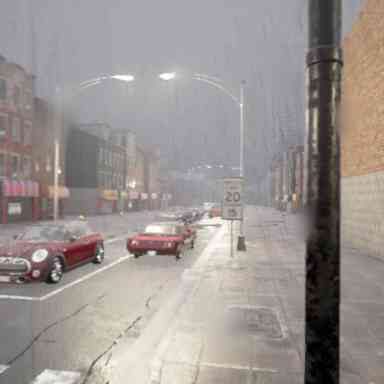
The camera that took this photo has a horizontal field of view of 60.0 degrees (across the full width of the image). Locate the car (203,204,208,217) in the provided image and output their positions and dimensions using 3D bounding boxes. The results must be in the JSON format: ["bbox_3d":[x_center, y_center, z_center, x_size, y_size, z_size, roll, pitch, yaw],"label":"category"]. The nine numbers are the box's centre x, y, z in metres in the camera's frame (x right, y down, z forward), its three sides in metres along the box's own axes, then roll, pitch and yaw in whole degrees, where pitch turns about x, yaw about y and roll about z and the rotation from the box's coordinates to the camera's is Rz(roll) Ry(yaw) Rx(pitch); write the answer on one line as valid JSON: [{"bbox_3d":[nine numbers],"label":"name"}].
[{"bbox_3d":[0.524,2.558,42.092,1.752,1.417,4.829,0,-1,8],"label":"car"}]

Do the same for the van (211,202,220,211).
[{"bbox_3d":[5.352,3.250,74.501,1.690,1.788,3.998,0,-1,8],"label":"van"}]

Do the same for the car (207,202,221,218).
[{"bbox_3d":[3.491,2.463,43.386,2.097,1.767,4.553,1,-1,8],"label":"car"}]

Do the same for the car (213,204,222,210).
[{"bbox_3d":[6.150,3.600,79.869,1.887,1.381,4.507,0,-2,8],"label":"car"}]

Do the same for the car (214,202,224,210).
[{"bbox_3d":[6.952,3.519,85.247,2.192,1.841,5.009,0,-2,8],"label":"car"}]

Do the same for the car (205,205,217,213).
[{"bbox_3d":[3.750,3.182,63.750,1.947,1.339,4.313,0,-1,8],"label":"car"}]

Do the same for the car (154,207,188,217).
[{"bbox_3d":[-1.851,2.161,26.141,2.008,1.369,4.403,0,-1,8],"label":"car"}]

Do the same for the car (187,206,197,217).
[{"bbox_3d":[-1.051,2.296,31.514,1.887,1.381,4.507,0,-1,8],"label":"car"}]

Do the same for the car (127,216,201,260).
[{"bbox_3d":[-1.032,1.931,13.954,1.895,1.301,4.718,1,-1,10],"label":"car"}]

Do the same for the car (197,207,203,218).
[{"bbox_3d":[-0.250,2.335,36.890,1.967,1.590,4.097,0,-1,8],"label":"car"}]

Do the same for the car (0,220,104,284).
[{"bbox_3d":[-4.251,1.626,10.026,1.967,1.590,4.097,0,-1,8],"label":"car"}]
